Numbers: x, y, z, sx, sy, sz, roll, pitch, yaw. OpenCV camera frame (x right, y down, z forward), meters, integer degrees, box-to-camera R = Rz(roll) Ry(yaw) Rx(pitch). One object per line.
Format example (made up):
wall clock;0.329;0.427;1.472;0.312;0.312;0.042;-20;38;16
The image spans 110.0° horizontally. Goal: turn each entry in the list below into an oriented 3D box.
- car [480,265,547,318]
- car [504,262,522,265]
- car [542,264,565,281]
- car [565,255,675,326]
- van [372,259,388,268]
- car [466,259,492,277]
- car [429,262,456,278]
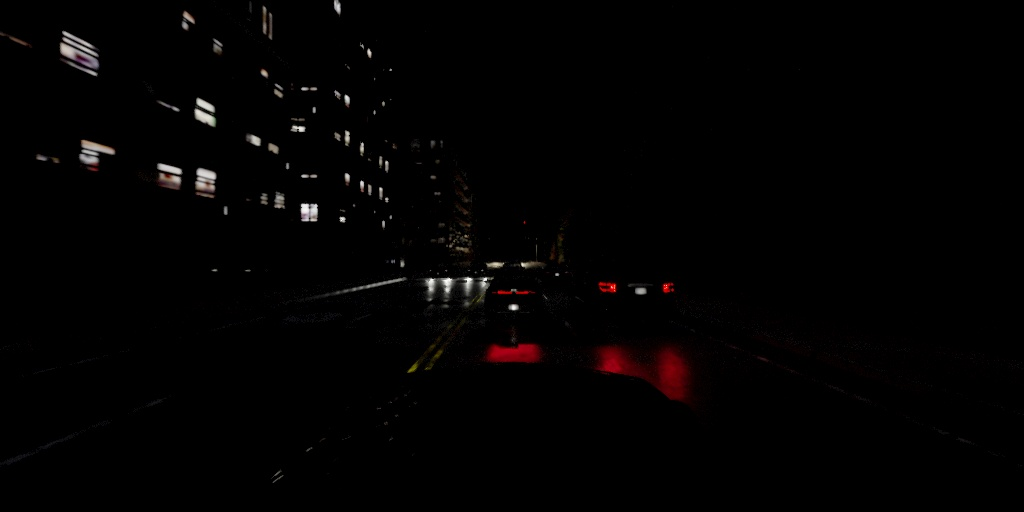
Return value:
car;0.064;1.262;13.001;1.837;1.490;4.892;0;0;0
car;0.062;1.247;28.924;1.882;1.535;5.008;0;0;0
car;3.307;1.333;28.068;1.994;1.385;4.181;0;0;0
car;3.308;0.978;11.821;2.150;2.045;5.566;0;0;0
van;-22.744;1.404;59.502;3.998;1.789;1.690;0;0;-1
car;-3.336;1.283;35.327;1.837;1.490;4.892;0;-1;0
car;-6.591;1.300;34.297;1.812;1.442;4.674;0;0;0
